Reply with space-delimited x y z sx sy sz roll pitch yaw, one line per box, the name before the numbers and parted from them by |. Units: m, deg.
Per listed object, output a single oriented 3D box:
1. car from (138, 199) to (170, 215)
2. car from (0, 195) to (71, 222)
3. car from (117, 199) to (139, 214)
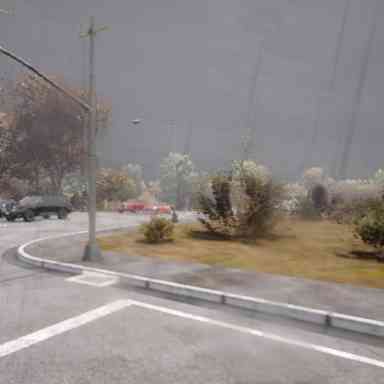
car | -4.741 2.104 44.559 2.097 1.767 4.553 0 -3 23
car | -12.262 1.231 26.705 2.150 2.045 5.566 0 -1 23
car | -8.020 1.951 45.797 2.150 2.045 5.566 0 -3 23
